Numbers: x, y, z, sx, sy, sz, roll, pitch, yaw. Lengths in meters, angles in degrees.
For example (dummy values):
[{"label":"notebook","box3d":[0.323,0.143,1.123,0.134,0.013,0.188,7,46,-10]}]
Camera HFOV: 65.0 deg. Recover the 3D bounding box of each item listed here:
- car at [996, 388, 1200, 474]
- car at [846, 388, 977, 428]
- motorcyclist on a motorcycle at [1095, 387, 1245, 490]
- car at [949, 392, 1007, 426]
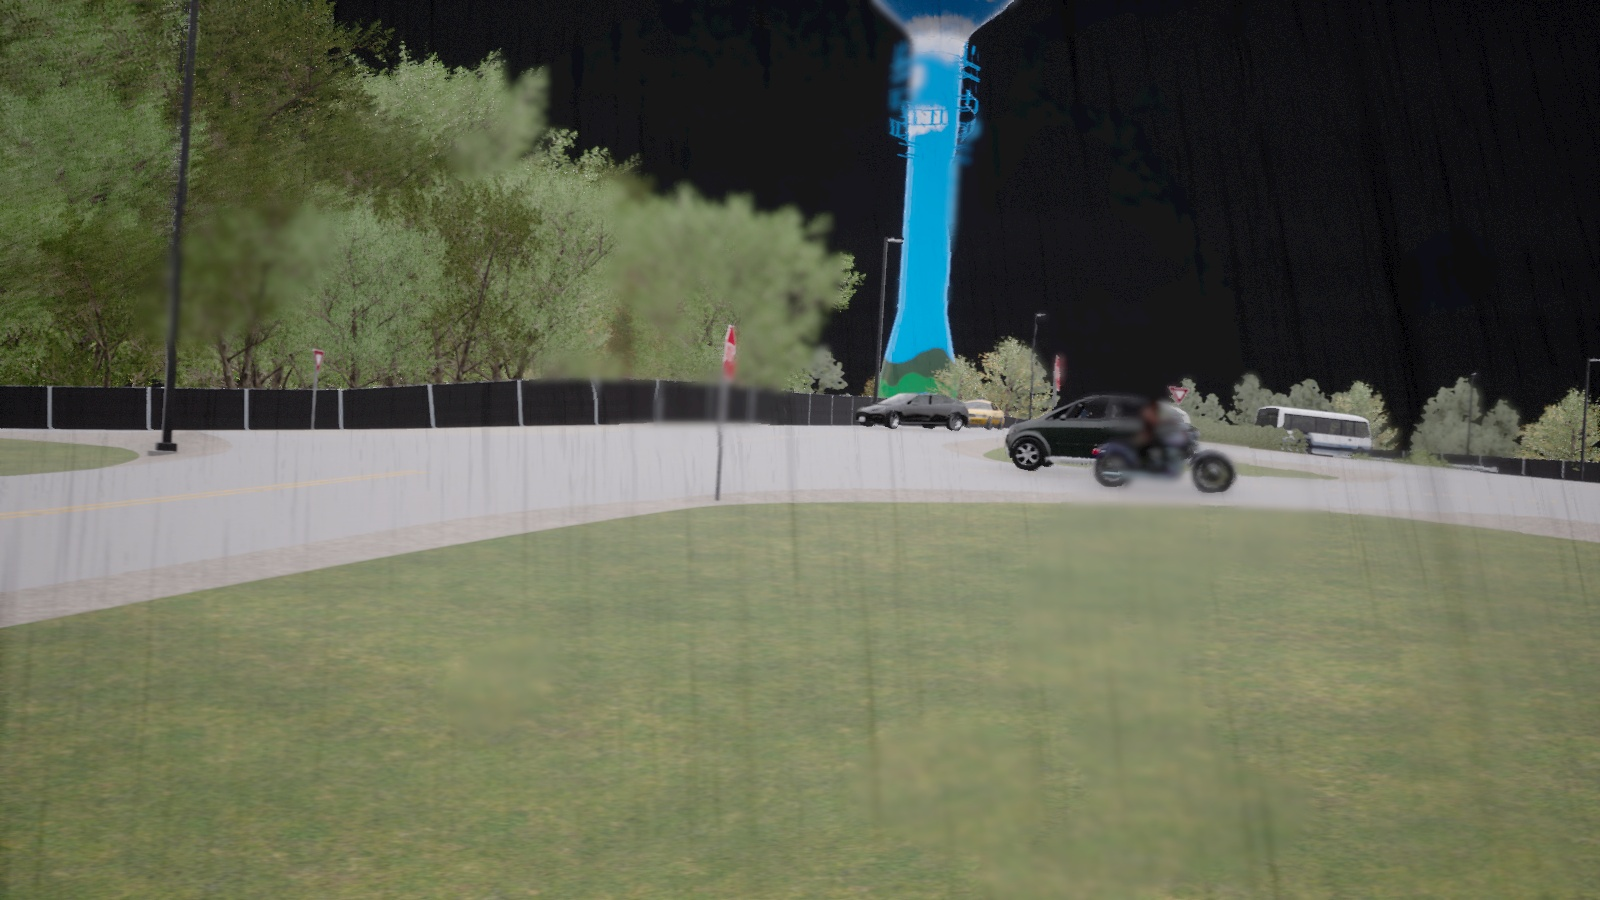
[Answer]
[{"label":"car","box3d":[5.994,-0.430,25.235,3.705,1.549,1.789,2,4,22]},{"label":"car","box3d":[4.438,-1.659,49.690,4.792,1.488,2.163,0,3,-31]},{"label":"motorcyclist on a motorcycle","box3d":[6.278,-0.227,21.327,2.350,1.649,0.766,2,3,19]},{"label":"car","box3d":[8.859,-2.028,62.213,1.801,1.575,5.366,2,2,19]}]
